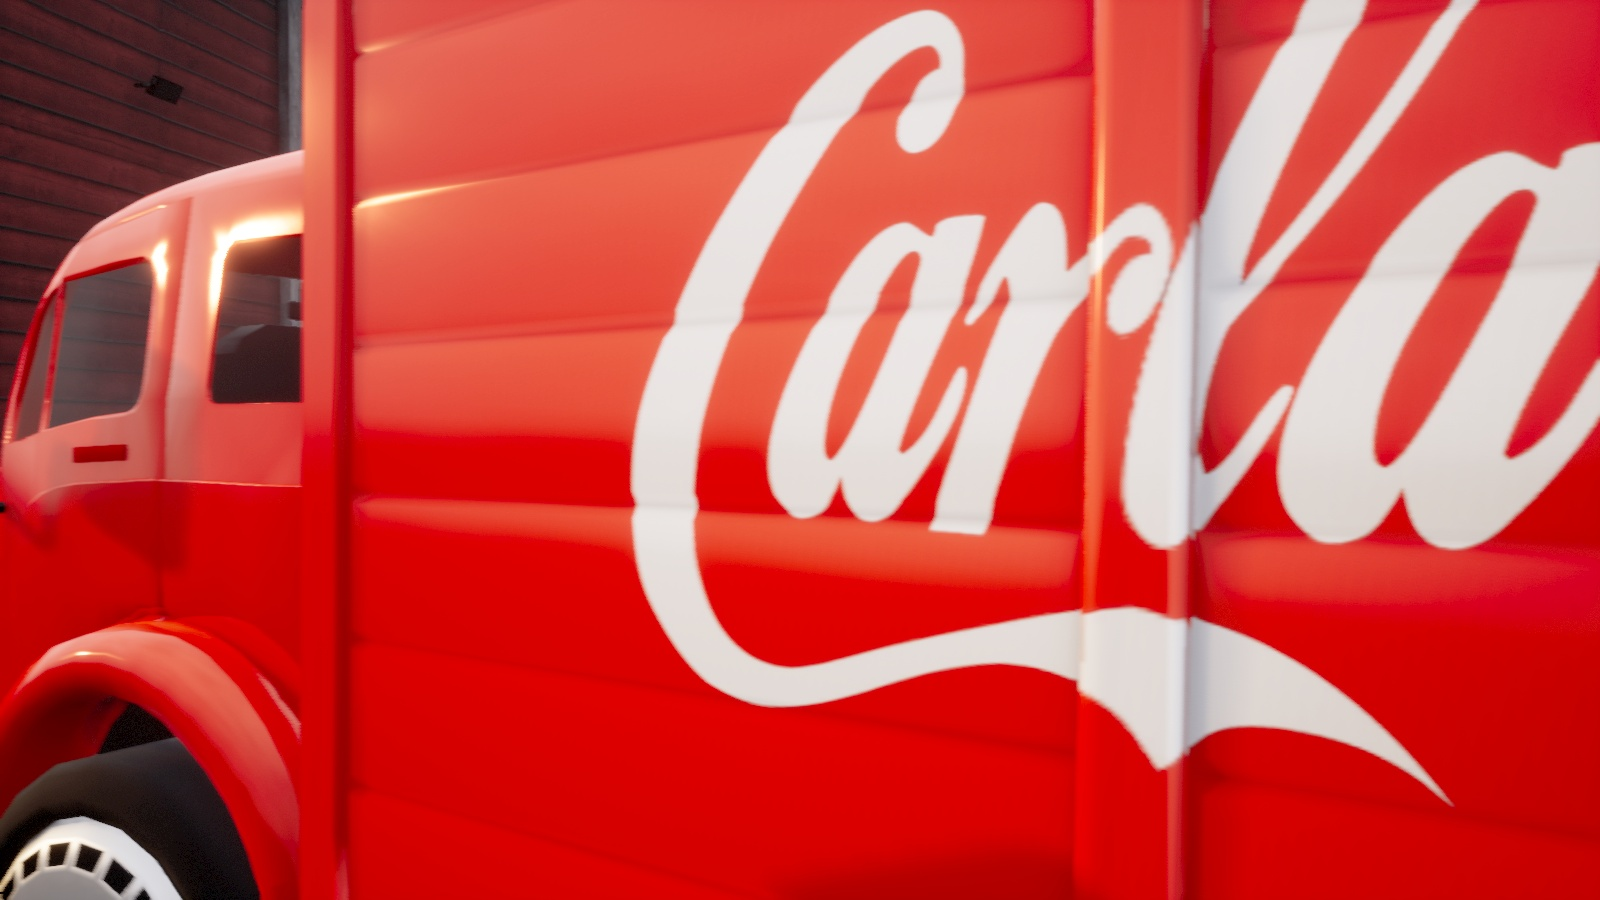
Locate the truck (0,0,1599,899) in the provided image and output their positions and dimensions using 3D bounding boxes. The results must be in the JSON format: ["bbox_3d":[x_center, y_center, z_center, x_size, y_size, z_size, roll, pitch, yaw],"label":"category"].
[{"bbox_3d":[0.356,0.295,2.464,5.204,2.467,2.627,1,0,35],"label":"truck"}]
